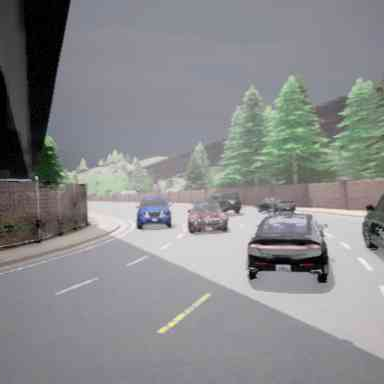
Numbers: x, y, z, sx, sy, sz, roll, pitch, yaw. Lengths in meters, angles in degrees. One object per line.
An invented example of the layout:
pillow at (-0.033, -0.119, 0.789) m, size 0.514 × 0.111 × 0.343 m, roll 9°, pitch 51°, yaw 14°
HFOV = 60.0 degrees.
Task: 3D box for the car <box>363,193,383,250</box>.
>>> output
car at (6.406, 0.904, 9.355) m, size 2.150 × 2.045 × 5.566 m, roll -3°, pitch 0°, yaw 18°

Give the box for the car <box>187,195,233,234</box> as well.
car at (0.850, 1.310, 19.217) m, size 2.097 × 1.767 × 4.553 m, roll -3°, pitch 0°, yaw 0°

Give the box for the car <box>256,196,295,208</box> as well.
car at (7.070, 1.141, 28.566) m, size 2.128 × 1.511 × 4.902 m, roll -3°, pitch 0°, yaw -12°

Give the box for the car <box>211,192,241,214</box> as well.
car at (2.713, 1.088, 31.701) m, size 2.150 × 2.045 × 5.566 m, roll -3°, pitch 0°, yaw -18°

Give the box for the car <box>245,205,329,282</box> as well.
car at (2.732, 1.355, 9.337) m, size 2.128 × 1.511 × 4.902 m, roll -3°, pitch 0°, yaw 20°

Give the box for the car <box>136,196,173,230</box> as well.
car at (-2.576, 1.350, 22.878) m, size 2.150 × 2.045 × 5.566 m, roll -2°, pitch 0°, yaw -7°
